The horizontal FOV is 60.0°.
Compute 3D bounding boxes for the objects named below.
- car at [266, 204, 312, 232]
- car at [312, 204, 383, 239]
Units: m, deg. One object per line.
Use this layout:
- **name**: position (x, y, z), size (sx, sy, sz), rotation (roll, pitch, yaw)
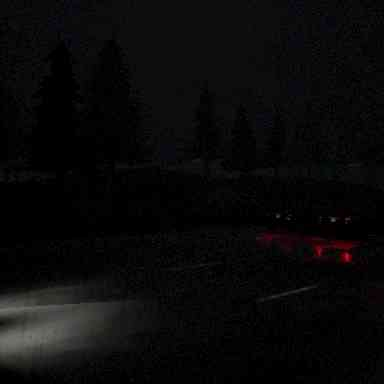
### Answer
- **car**: position (6.989, 1.544, 21.642), size (4.553, 1.767, 2.097), rotation (1, 0, -36)
- **car**: position (9.248, 1.547, 18.954), size (4.553, 1.767, 2.097), rotation (1, 0, -36)
